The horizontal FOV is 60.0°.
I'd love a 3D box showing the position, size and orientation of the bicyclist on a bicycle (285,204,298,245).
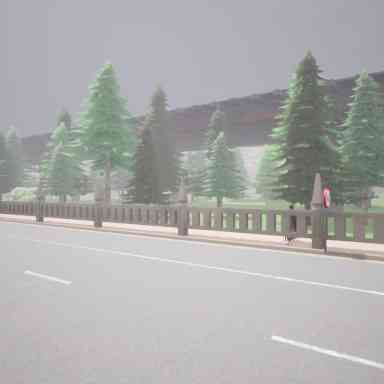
[{"bbox_3d":[4.111,1.341,13.597,0.582,1.620,1.656,0,-3,35],"label":"bicyclist on a bicycle"}]
